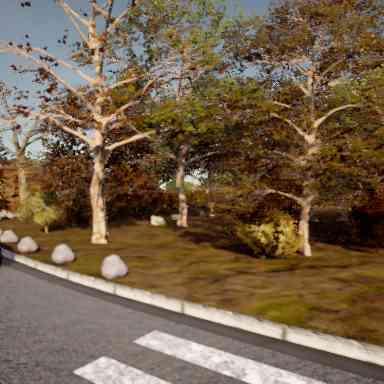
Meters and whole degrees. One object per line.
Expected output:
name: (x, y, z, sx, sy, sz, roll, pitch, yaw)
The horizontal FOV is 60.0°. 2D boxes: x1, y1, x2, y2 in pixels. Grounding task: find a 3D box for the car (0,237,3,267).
car: (-7.841, 1.460, 10.708, 4.553, 1.767, 2.097, -1, 0, 44)
